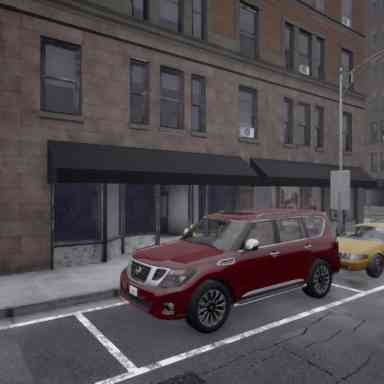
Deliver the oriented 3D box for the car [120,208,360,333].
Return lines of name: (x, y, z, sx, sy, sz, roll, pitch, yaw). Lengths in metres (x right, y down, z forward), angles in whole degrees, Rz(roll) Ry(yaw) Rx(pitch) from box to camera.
car: (1.077, 1.315, 6.963, 5.009, 1.841, 2.192, 0, 0, -35)

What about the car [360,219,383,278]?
car: (5.564, 1.525, 10.157, 4.829, 1.417, 1.752, 0, 0, -35)
